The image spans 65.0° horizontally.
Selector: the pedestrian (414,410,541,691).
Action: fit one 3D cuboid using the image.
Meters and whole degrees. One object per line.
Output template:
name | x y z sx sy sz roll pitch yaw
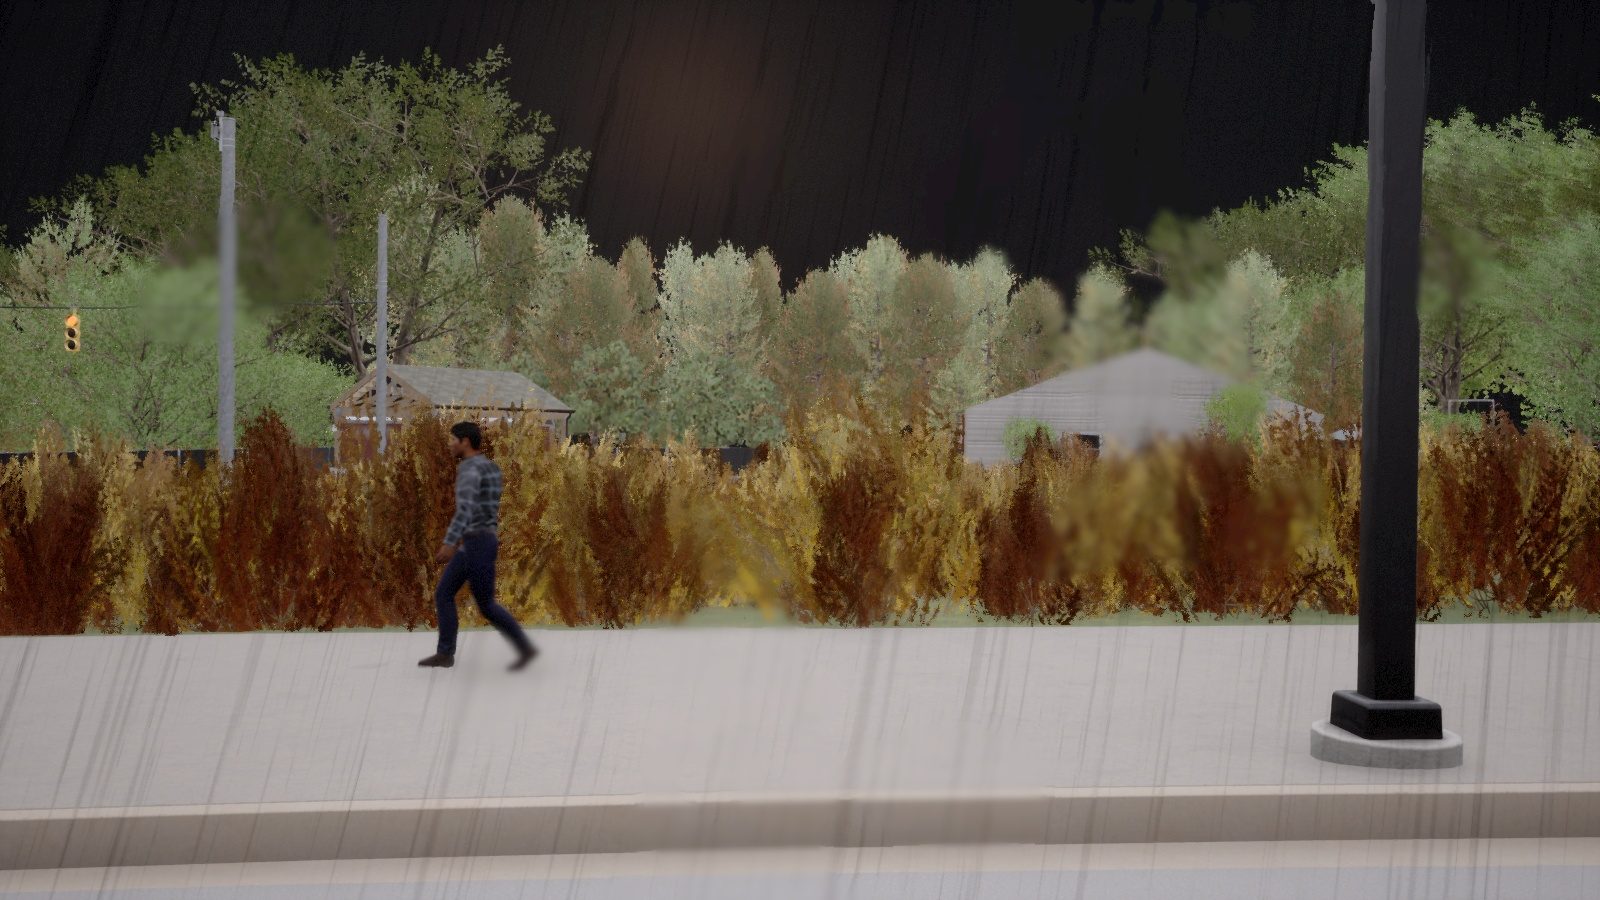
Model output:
pedestrian | -2.291 0.695 8.965 0.788 1.949 0.423 -1 1 -3
